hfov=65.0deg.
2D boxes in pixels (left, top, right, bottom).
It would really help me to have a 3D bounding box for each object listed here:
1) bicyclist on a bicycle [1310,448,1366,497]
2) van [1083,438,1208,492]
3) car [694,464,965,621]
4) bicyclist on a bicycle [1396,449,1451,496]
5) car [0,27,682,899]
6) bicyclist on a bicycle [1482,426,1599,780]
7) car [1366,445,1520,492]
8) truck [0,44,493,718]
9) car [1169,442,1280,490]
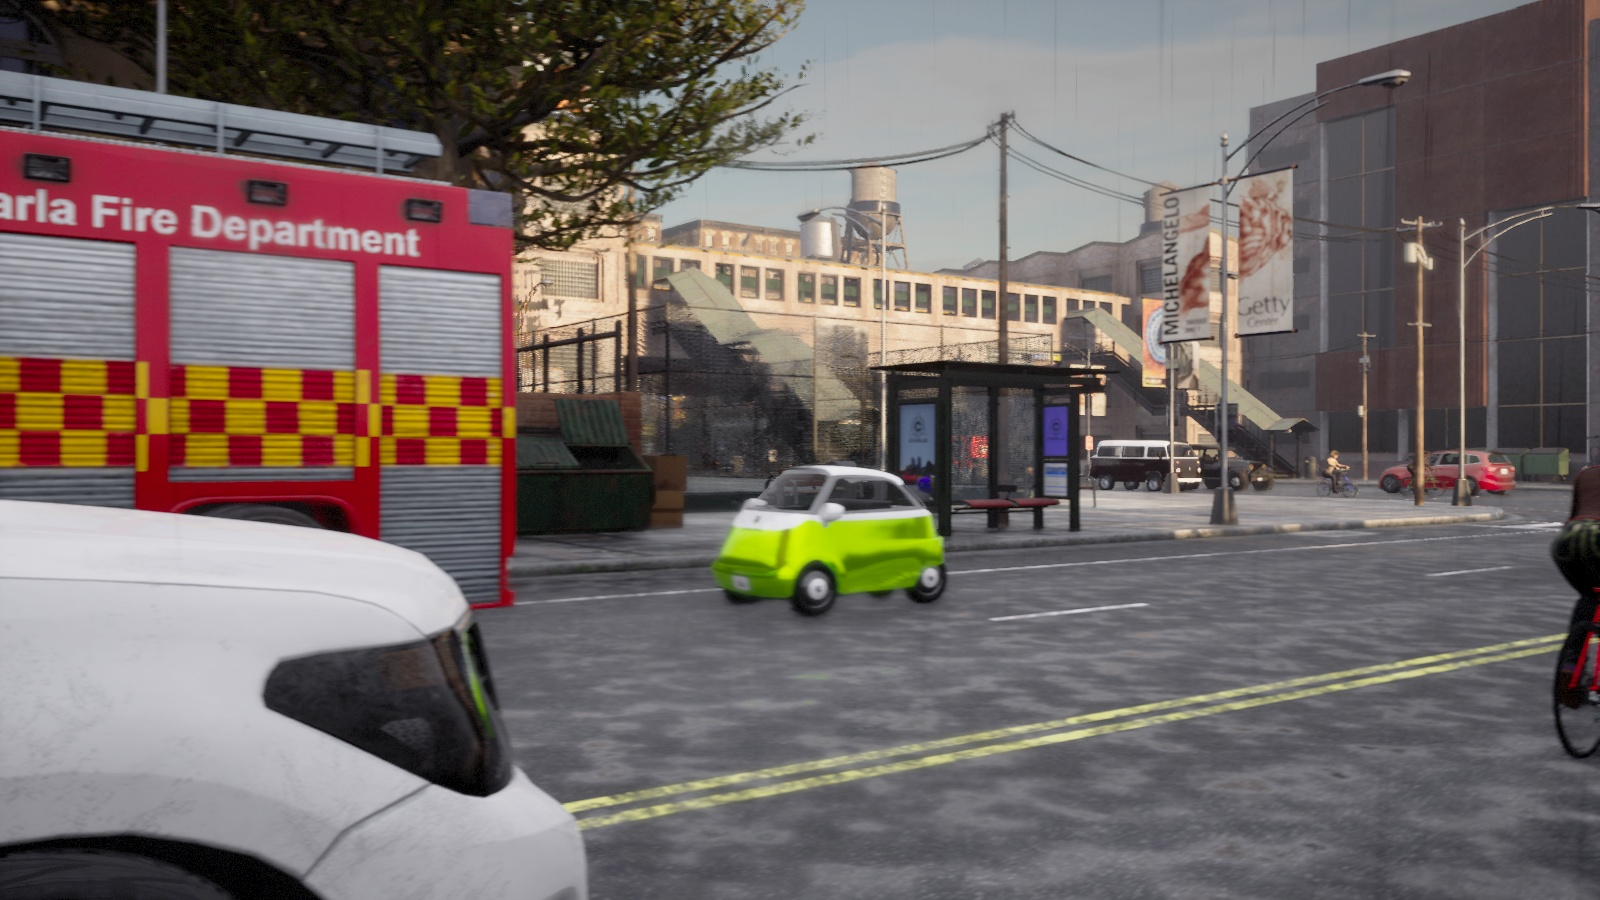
[{"bbox_3d":[18.274,0.747,42.672,0.866,1.612,1.509,0,0,-34],"label":"bicyclist on a bicycle"},{"bbox_3d":[13.577,0.560,49.534,2.069,2.038,4.480,0,0,-34],"label":"van"},{"bbox_3d":[0.289,0.829,12.335,2.207,1.376,1.481,0,0,-34],"label":"car"},{"bbox_3d":[21.736,0.759,43.795,0.582,1.620,1.656,0,0,-34],"label":"bicyclist on a bicycle"},{"bbox_3d":[-3.105,0.473,1.498,5.566,2.045,2.150,0,0,-35],"label":"car"},{"bbox_3d":[4.178,0.705,6.428,1.656,1.620,0.582,0,0,-38],"label":"bicyclist on a bicycle"},{"bbox_3d":[23.902,0.653,46.826,2.242,1.667,4.611,0,0,-34],"label":"car"},{"bbox_3d":[-6.452,-0.388,7.563,8.468,3.827,2.891,0,0,-35],"label":"truck"},{"bbox_3d":[17.078,0.629,50.613,1.905,1.878,3.866,0,0,-34],"label":"car"}]
